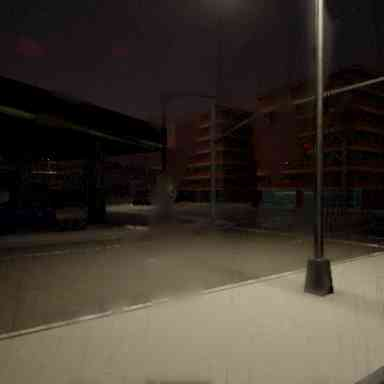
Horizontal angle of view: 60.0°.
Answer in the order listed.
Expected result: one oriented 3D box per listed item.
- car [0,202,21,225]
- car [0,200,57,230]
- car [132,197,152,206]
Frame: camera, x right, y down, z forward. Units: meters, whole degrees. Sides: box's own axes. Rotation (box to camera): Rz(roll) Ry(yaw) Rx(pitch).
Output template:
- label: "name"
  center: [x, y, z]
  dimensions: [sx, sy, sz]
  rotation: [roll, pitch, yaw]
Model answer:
- label: "car"
  center: [-13.967, 1.458, 22.717]
  dimensions: [3.806, 1.475, 1.970]
  rotation: [0, 0, -35]
- label: "car"
  center: [-10.011, 1.296, 18.482]
  dimensions: [4.611, 1.667, 2.242]
  rotation: [0, 0, -35]
- label: "car"
  center: [-8.453, 1.563, 56.400]
  dimensions: [1.994, 1.385, 4.181]
  rotation: [0, 0, -36]
